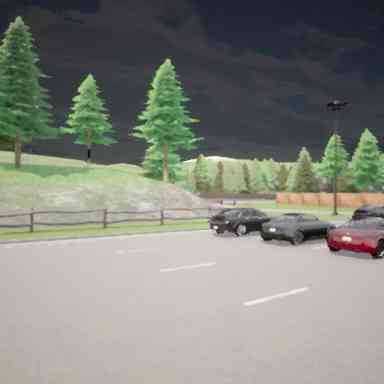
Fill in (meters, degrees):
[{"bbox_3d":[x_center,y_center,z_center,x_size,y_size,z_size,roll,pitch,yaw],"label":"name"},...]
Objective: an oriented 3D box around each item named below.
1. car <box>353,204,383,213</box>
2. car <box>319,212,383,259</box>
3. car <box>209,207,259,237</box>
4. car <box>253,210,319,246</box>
[{"bbox_3d":[15.425,1.816,27.884,4.892,1.490,1.837,0,0,-35],"label":"car"},{"bbox_3d":[7.349,1.712,13.429,4.181,1.385,1.994,1,0,-35],"label":"car"},{"bbox_3d":[3.243,1.655,19.098,4.892,1.490,1.837,0,0,-35],"label":"car"},{"bbox_3d":[5.292,1.712,16.257,4.181,1.385,1.994,1,0,-35],"label":"car"}]
